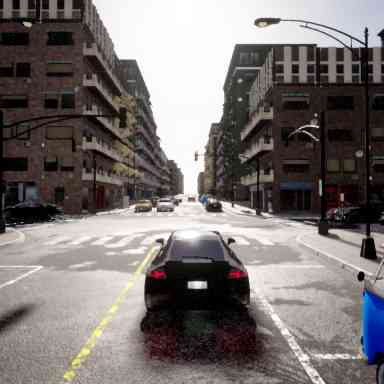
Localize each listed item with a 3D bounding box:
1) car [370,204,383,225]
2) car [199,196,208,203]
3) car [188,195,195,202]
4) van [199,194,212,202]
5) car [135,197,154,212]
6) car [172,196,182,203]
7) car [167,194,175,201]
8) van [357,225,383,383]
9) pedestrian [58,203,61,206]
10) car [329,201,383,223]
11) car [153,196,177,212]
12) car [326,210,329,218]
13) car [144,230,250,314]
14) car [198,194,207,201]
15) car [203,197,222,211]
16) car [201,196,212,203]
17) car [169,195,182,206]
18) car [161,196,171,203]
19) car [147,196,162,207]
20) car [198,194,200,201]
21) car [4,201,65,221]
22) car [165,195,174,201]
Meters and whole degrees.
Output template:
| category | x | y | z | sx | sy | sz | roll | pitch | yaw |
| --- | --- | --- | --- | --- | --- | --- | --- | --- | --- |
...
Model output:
| category | x | y | z | sx | sy | sz | roll | pitch | yaw |
| --- | --- | --- | --- | --- | --- | --- | --- | --- | --- |
| car | 13.513 | 1.583 | 19.880 | 4.313 | 1.339 | 1.947 | 0 | -1 | 1 |
| car | 2.608 | 1.612 | 73.918 | 1.802 | 1.307 | 4.206 | 1 | 0 | 0 |
| car | -0.103 | 1.559 | 80.594 | 2.128 | 1.511 | 4.902 | 0 | 0 | 0 |
| van | 2.634 | 1.362 | 56.990 | 1.690 | 1.788 | 3.998 | 1 | 0 | 0 |
| car | -5.727 | 1.539 | 39.881 | 1.752 | 1.417 | 4.829 | 1 | 0 | 0 |
| car | -3.088 | 1.586 | 69.395 | 1.994 | 1.385 | 4.181 | 0 | 0 | 0 |
| car | -5.791 | 1.480 | 90.836 | 1.967 | 1.590 | 4.097 | 1 | 0 | 0 |
| van | 2.671 | 1.342 | 2.116 | 1.690 | 1.788 | 3.998 | 1 | 0 | 0 |
| pedestrian | -12.579 | 1.597 | 31.478 | 0.500 | 1.100 | 0.500 | 0 | -1 | 1 |
| car | 13.501 | 1.473 | 25.672 | 4.553 | 1.767 | 2.097 | 0 | -1 | 1 |
| car | -3.148 | 1.539 | 39.570 | 1.812 | 1.442 | 4.674 | 0 | 0 | 0 |
| car | 13.606 | 1.608 | 28.261 | 4.097 | 1.590 | 1.967 | 0 | -1 | 1 |
| car | 0.091 | 1.566 | 7.719 | 1.994 | 1.385 | 4.181 | 0 | 0 | 0 |
| car | 2.598 | 1.351 | 85.203 | 2.192 | 1.841 | 5.009 | 1 | 0 | 0 |
| car | 2.652 | 1.580 | 40.062 | 1.947 | 1.339 | 4.313 | 1 | 0 | 0 |
| car | 2.645 | 1.567 | 45.705 | 2.008 | 1.369 | 4.403 | 1 | 0 | 0 |
| car | -3.159 | 1.622 | 56.145 | 1.895 | 1.301 | 4.718 | 0 | 0 | 0 |
| car | -5.771 | 1.574 | 73.907 | 1.887 | 1.381 | 4.507 | 1 | 0 | 0 |
| car | -5.741 | 1.459 | 51.337 | 1.967 | 1.590 | 4.097 | 1 | 0 | 0 |
| car | 2.616 | 1.552 | 68.445 | 1.752 | 1.417 | 4.829 | 1 | 0 | 0 |
| car | -12.559 | 1.467 | 25.973 | 4.902 | 1.511 | 2.128 | 0 | -1 | -4 |
| car | -5.786 | 1.587 | 85.192 | 2.008 | 1.369 | 4.403 | 1 | 0 | 0 |
